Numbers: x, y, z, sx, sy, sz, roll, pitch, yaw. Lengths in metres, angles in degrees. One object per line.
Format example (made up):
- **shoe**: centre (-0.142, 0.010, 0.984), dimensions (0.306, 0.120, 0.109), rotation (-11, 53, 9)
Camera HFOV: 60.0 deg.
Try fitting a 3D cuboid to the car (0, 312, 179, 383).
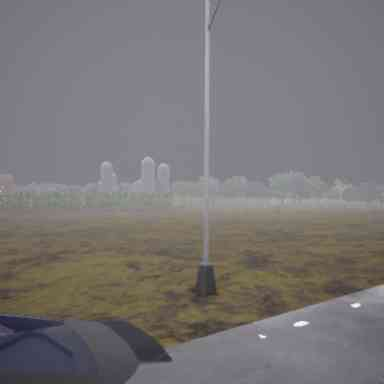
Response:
- **car**: centre (-2.272, 1.490, 1.320), dimensions (4.902, 1.511, 2.128), rotation (1, -1, -34)
